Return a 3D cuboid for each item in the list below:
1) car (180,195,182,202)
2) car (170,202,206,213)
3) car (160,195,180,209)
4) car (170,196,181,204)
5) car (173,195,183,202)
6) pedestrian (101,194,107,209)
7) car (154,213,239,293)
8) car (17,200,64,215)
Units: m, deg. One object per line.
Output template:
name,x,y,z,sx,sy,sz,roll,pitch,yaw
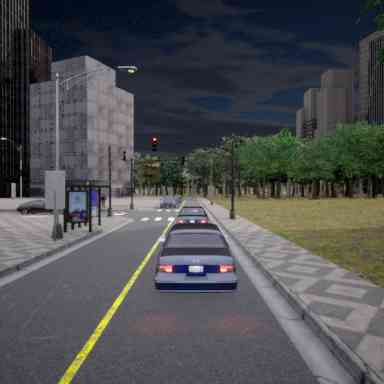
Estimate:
car,-3.168,1.431,55.077,2.128,1.511,4.902,0,0,0
car,0.050,1.538,19.322,2.033,1.411,5.357,0,0,1
car,-3.161,1.307,45.310,2.097,1.767,4.553,0,0,0
car,-3.148,1.486,64.999,1.994,1.385,4.181,0,0,0
car,-3.158,1.421,75.158,2.128,1.511,4.902,0,0,0
pedestrian,-10.138,1.050,38.174,0.375,1.860,0.375,0,0,1
car,0.080,1.545,8.987,2.033,1.411,5.357,0,0,0
car,-14.395,1.477,32.060,4.674,1.442,1.812,0,1,2
